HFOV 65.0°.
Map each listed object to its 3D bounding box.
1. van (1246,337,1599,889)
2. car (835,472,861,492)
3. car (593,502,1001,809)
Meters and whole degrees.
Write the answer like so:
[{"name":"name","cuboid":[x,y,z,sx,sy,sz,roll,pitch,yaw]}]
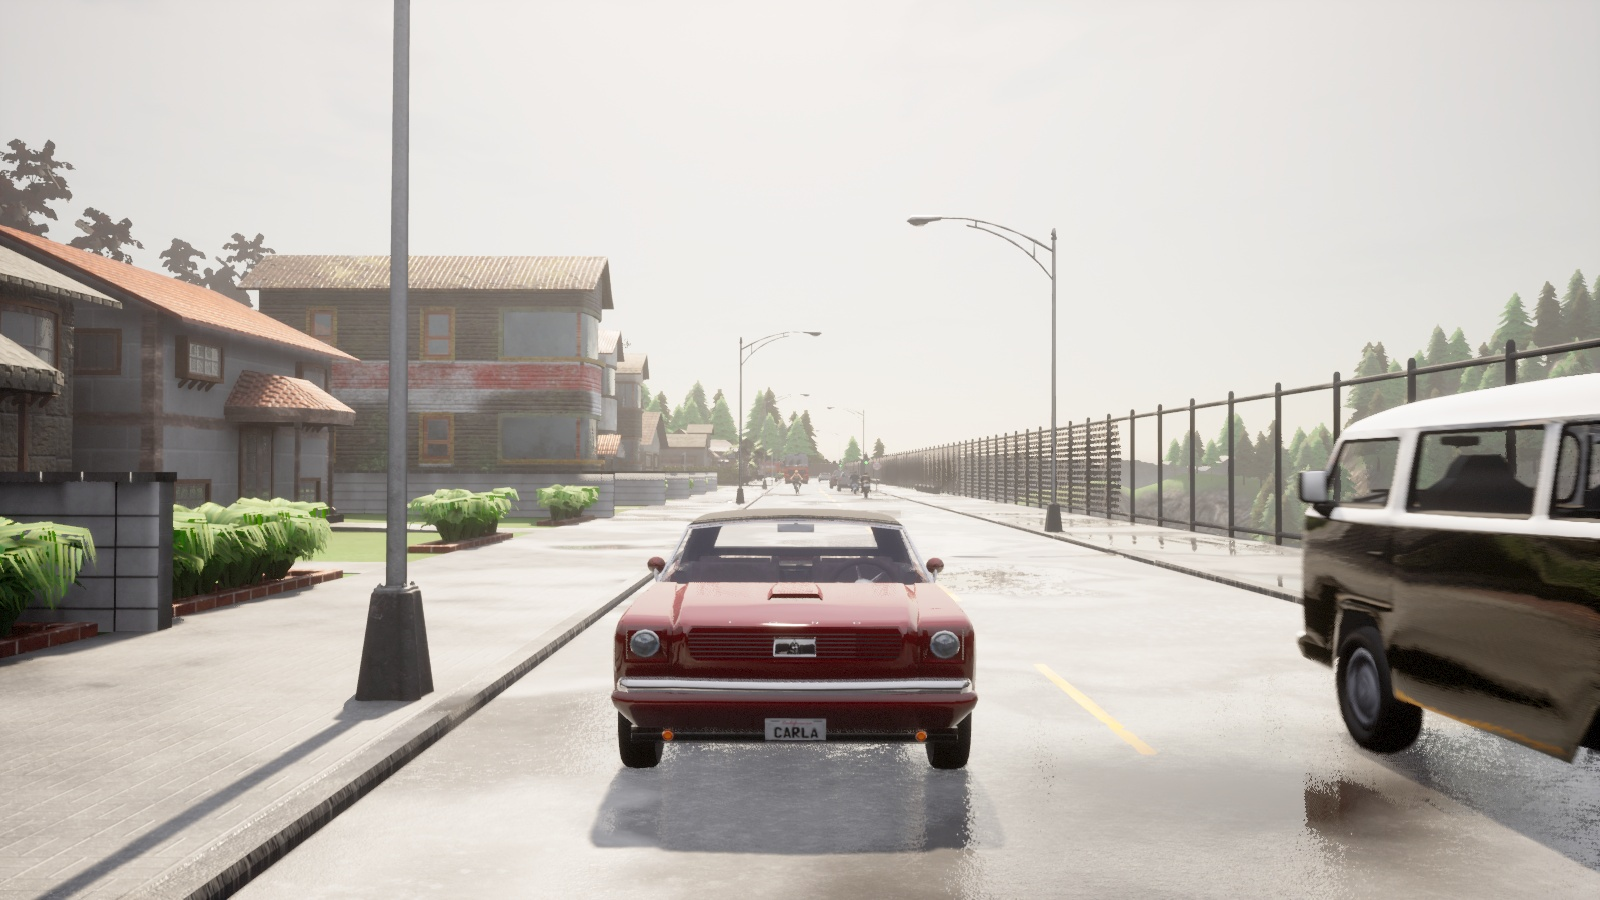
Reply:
[{"name":"van","cuboid":[3.983,0.623,6.012,2.069,2.038,4.480,0,-1,0]},{"name":"car","cuboid":[3.753,2.458,98.142,1.845,1.501,3.633,0,-1,0]},{"name":"car","cuboid":[-0.021,1.053,8.203,1.895,1.301,4.718,0,-1,0]}]
